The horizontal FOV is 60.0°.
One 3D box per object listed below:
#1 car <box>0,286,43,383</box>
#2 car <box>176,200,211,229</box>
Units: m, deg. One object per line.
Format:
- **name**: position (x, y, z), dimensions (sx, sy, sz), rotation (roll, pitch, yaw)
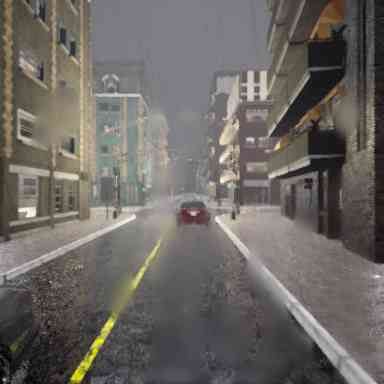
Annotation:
- **car**: position (-2.832, 1.539, 1.930), dimensions (2.033, 1.411, 5.357), rotation (0, 0, 0)
- **car**: position (0.065, 1.271, 21.277), dimensions (2.097, 1.767, 4.553), rotation (0, 0, -1)
